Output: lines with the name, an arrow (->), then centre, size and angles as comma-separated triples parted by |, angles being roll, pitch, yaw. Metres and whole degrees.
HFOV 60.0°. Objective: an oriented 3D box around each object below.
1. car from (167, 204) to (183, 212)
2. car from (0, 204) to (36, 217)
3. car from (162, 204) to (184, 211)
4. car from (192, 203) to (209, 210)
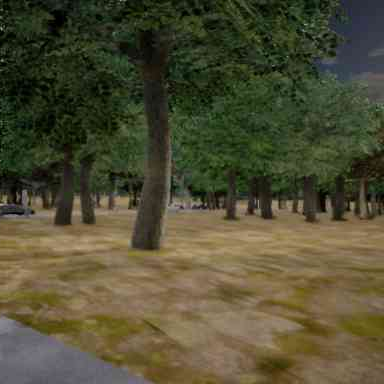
car -> -4.207, 3.054, 62.393 | 1.895, 1.301, 4.718 | -1, -2, 34
car -> -20.521, 2.051, 37.424 | 2.033, 1.411, 5.357 | 0, -2, 33
car -> -3.804, 3.197, 68.551 | 1.882, 1.535, 5.008 | -1, -2, 33
car -> 1.897, 3.208, 71.803 | 1.837, 1.490, 4.892 | 0, -3, 33
